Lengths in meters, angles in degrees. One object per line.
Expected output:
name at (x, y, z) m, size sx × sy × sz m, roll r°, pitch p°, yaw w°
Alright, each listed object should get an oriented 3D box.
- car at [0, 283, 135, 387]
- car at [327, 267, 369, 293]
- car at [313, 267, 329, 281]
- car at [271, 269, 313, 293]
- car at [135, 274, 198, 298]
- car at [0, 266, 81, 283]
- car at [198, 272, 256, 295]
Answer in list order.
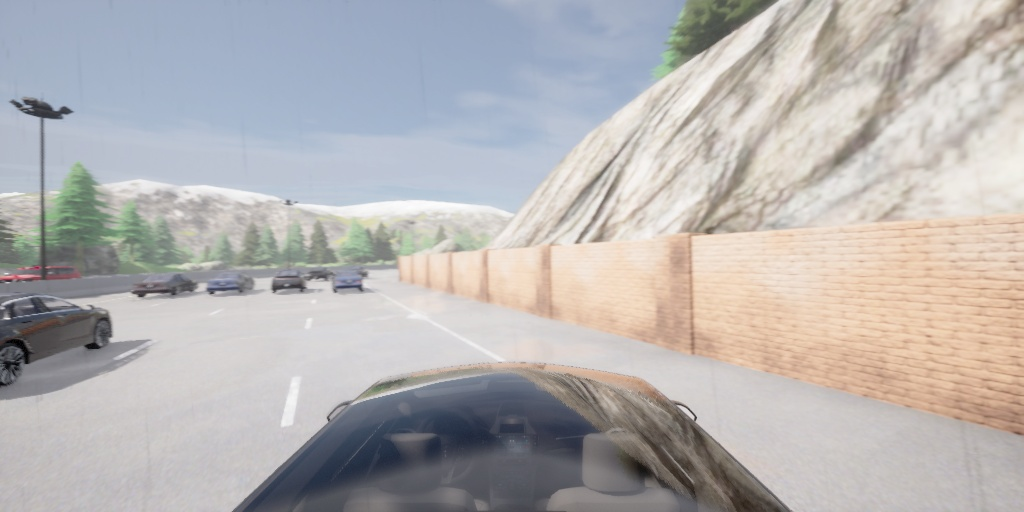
car at (-9.876, 1.458, 6.837) m, size 2.128 × 1.511 × 4.902 m, roll -1°, pitch 0°, yaw -28°
car at (-11.388, 1.688, 24.741) m, size 2.033 × 1.411 × 5.357 m, roll -1°, pitch 0°, yaw -28°
car at (-20.646, 1.926, 39.016) m, size 1.837 × 1.490 × 4.892 m, roll -1°, pitch 0°, yaw -14°
car at (-15.442, 1.706, 25.061) m, size 2.128 × 1.511 × 4.902 m, roll -1°, pitch 0°, yaw -26°
car at (-22.484, 1.872, 23.432) m, size 2.033 × 1.411 × 5.357 m, roll -1°, pitch 0°, yaw -26°
car at (-35.431, 1.805, 26.868) m, size 2.150 × 2.045 × 5.566 m, roll -1°, pitch -1°, yaw -20°
car at (-19.187, 1.824, 24.642) m, size 2.033 × 1.411 × 5.357 m, roll -1°, pitch 0°, yaw -26°
